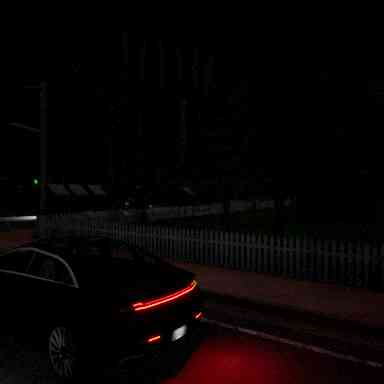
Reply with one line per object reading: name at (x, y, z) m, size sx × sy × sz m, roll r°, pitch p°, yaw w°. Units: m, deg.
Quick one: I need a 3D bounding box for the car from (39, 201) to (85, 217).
car at (-12.377, 1.564, 31.861) m, size 1.994 × 1.385 × 4.181 m, roll 0°, pitch 0°, yaw 34°

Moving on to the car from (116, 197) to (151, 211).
car at (-6.960, 1.352, 39.885) m, size 2.097 × 1.767 × 4.553 m, roll 0°, pitch 0°, yaw 34°

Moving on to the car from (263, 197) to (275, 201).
car at (15.208, 1.547, 59.887) m, size 2.033 × 1.411 × 5.357 m, roll 0°, pitch 0°, yaw 34°

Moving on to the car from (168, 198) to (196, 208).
car at (-1.402, 1.601, 48.105) m, size 1.895 × 1.301 × 4.718 m, roll 0°, pitch 0°, yaw 34°

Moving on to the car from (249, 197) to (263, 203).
car at (12.330, 1.601, 61.873) m, size 1.895 × 1.301 × 4.718 m, roll 0°, pitch 0°, yaw 34°

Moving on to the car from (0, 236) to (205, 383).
car at (-2.118, 1.491, 5.451) m, size 4.902 × 1.511 × 2.128 m, roll 0°, pitch 0°, yaw 36°
